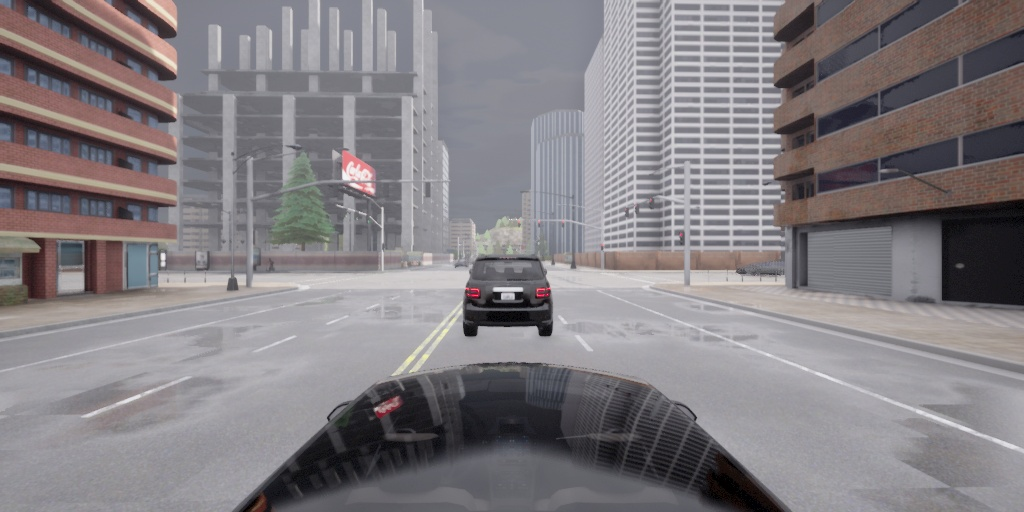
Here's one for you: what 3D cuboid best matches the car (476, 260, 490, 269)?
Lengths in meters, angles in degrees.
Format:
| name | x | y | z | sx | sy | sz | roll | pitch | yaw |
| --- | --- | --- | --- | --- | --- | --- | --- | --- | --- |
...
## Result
| name | x | y | z | sx | sy | sz | roll | pitch | yaw |
| --- | --- | --- | --- | --- | --- | --- | --- | --- | --- |
| car | -4.677 | 1.332 | 57.890 | 1.895 | 1.301 | 4.718 | 0 | 0 | -1 |

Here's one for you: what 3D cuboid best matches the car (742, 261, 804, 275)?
| name | x | y | z | sx | sy | sz | roll | pitch | yaw |
| --- | --- | --- | --- | --- | --- | --- | --- | --- | --- |
| car | 28.492 | 1.284 | 39.221 | 5.357 | 1.411 | 2.033 | 0 | 0 | -1 |

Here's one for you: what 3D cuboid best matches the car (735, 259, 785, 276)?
| name | x | y | z | sx | sy | sz | roll | pitch | yaw |
| --- | --- | --- | --- | --- | --- | --- | --- | --- | --- |
| car | 24.628 | 1.302 | 35.625 | 4.181 | 1.385 | 1.994 | 0 | 0 | -1 |

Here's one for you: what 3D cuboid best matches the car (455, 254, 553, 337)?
| name | x | y | z | sx | sy | sz | roll | pitch | yaw |
| --- | --- | --- | --- | --- | --- | --- | --- | --- | --- |
| car | -0.114 | 0.969 | 10.431 | 2.150 | 2.045 | 5.566 | 0 | 0 | -1 |

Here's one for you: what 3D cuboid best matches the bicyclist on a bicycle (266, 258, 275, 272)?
| name | x | y | z | sx | sy | sz | roll | pitch | yaw |
| --- | --- | --- | --- | --- | --- | --- | --- | --- | --- |
| bicyclist on a bicycle | -28.675 | 1.037 | 42.574 | 0.582 | 1.620 | 1.656 | 0 | 0 | -1 |
